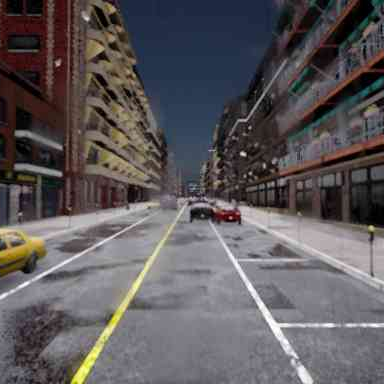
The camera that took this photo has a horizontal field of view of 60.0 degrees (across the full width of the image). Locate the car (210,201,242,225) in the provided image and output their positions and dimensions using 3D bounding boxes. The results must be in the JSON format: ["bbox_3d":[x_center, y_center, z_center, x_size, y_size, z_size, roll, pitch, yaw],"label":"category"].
[{"bbox_3d":[2.630,1.637,24.874,1.887,1.381,4.507,1,0,0],"label":"car"}]

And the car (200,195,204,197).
[{"bbox_3d":[2.711,1.881,69.120,1.887,1.381,4.507,1,0,0],"label":"car"}]

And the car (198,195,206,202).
[{"bbox_3d":[2.722,1.810,91.244,2.192,1.841,5.009,1,0,0],"label":"car"}]

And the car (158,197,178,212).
[{"bbox_3d":[-2.768,1.726,42.305,2.033,1.411,5.357,0,0,0],"label":"car"}]

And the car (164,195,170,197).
[{"bbox_3d":[-5.193,1.551,52.607,2.192,1.841,5.009,2,0,0],"label":"car"}]

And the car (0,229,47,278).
[{"bbox_3d":[-5.278,1.554,8.197,1.752,1.417,4.829,2,0,0],"label":"car"}]

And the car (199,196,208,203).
[{"bbox_3d":[2.741,1.853,80.182,1.967,1.590,4.097,1,0,0],"label":"car"}]

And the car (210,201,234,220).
[{"bbox_3d":[2.641,1.643,30.576,1.752,1.417,4.829,1,0,0],"label":"car"}]

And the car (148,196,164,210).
[{"bbox_3d":[-5.209,1.730,46.904,1.752,1.417,4.829,2,0,0],"label":"car"}]

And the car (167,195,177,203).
[{"bbox_3d":[-5.134,1.771,85.787,2.192,1.841,5.009,1,0,0],"label":"car"}]

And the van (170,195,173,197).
[{"bbox_3d":[-5.174,1.642,63.665,1.690,1.788,3.998,2,0,0],"label":"van"}]

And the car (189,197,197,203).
[{"bbox_3d":[0.142,1.790,77.269,1.812,1.442,4.674,0,0,0],"label":"car"}]

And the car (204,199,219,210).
[{"bbox_3d":[2.670,1.748,46.996,1.887,1.381,4.507,1,0,0],"label":"car"}]

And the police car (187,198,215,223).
[{"bbox_3d":[0.721,1.526,26.636,1.930,1.638,5.238,0,0,-1],"label":"police car"}]
